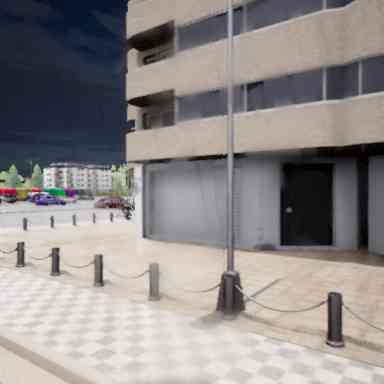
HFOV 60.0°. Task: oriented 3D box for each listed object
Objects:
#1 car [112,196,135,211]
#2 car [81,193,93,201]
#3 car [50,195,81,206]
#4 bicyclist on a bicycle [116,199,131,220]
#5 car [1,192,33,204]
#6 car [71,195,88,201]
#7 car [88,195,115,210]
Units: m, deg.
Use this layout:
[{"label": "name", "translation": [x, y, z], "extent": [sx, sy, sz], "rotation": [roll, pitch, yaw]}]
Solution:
[{"label": "car", "translation": [-7.309, 1.575, 41.686], "extent": [1.812, 1.442, 4.674], "rotation": [0, 0, 35]}, {"label": "car", "translation": [-26.559, 1.196, 83.917], "extent": [1.905, 1.878, 3.866], "rotation": [0, 0, 35]}, {"label": "car", "translation": [-22.773, 1.439, 59.923], "extent": [1.970, 1.475, 3.806], "rotation": [0, 0, 35]}, {"label": "bicyclist on a bicycle", "translation": [-5.263, 1.352, 25.478], "extent": [1.656, 1.620, 0.582], "rotation": [0, 0, 35]}, {"label": "car", "translation": [-36.636, 1.193, 69.585], "extent": [1.932, 1.855, 4.605], "rotation": [0, 0, 35]}, {"label": "car", "translation": [-28.919, 1.435, 85.594], "extent": [1.970, 1.475, 3.806], "rotation": [0, 0, 35]}, {"label": "car", "translation": [-10.496, 1.526, 43.255], "extent": [1.882, 1.535, 5.008], "rotation": [0, 0, 35]}]
